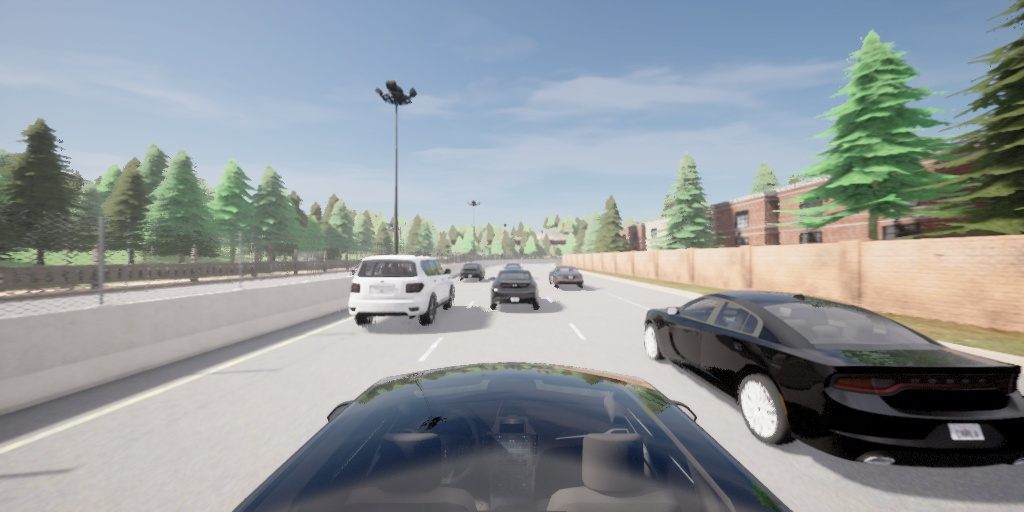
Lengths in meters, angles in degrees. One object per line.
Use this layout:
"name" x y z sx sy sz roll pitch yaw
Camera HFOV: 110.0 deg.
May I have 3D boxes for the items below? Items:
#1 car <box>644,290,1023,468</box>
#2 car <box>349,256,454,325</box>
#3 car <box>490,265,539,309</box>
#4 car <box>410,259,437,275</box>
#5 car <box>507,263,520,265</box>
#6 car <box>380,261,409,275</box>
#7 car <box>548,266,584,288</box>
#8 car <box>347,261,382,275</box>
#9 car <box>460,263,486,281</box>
"car" 3.600 1.241 5.317 1.882 1.535 5.008 0 0 0
"car" -3.396 1.011 12.064 2.150 2.045 5.566 0 0 0
"car" 0.105 1.307 15.346 1.837 1.490 4.892 0 0 0
"car" -10.564 1.254 43.201 2.097 1.767 4.553 0 0 0
"car" 0.112 1.392 33.178 1.812 1.442 4.674 0 0 0
"car" -14.064 1.382 43.283 1.882 1.535 5.008 0 0 0
"car" 3.610 1.382 24.617 2.033 1.411 5.357 0 0 0
"car" -17.562 1.396 43.034 2.128 1.511 4.902 0 0 0
"car" -3.387 1.367 31.490 1.837 1.490 4.892 0 0 0
